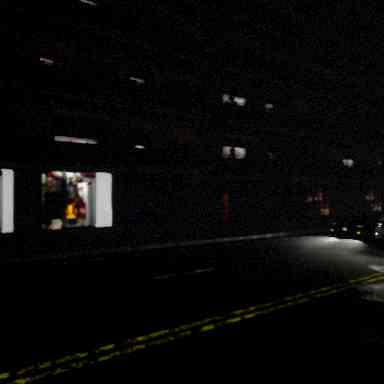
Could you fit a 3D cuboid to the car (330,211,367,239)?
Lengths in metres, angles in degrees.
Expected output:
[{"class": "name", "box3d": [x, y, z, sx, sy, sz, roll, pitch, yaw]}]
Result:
[{"class": "car", "box3d": [9.583, 1.765, 18.500, 4.181, 1.385, 1.994, 1, 0, -36]}]

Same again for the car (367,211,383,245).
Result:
[{"class": "car", "box3d": [10.673, 1.412, 15.283, 5.566, 2.045, 2.150, 1, 0, -36]}]
